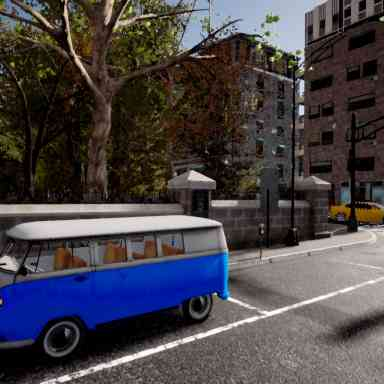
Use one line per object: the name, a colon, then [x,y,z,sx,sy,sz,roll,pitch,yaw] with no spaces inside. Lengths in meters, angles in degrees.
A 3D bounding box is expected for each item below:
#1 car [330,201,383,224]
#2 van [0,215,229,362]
car: [12.104,1.419,22.794,1.882,1.535,5.008,1,1,-38]
van: [-1.220,1.342,5.631,3.998,1.788,1.690,0,1,-36]
